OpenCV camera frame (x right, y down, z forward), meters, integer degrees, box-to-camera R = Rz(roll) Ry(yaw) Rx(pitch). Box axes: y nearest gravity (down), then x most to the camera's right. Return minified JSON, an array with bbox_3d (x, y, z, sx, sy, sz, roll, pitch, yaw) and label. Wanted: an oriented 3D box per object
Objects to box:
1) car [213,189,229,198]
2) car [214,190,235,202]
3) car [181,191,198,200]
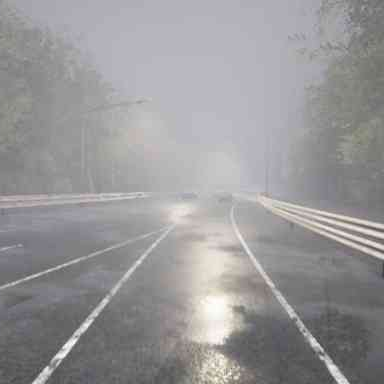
[{"bbox_3d":[5.432,0.539,65.824,1.994,1.385,4.181,1,1,14],"label":"car"},{"bbox_3d":[5.343,0.779,51.404,2.033,1.411,5.357,1,1,14],"label":"car"},{"bbox_3d":[-0.382,0.536,57.244,1.882,1.535,5.008,1,1,14],"label":"car"}]
